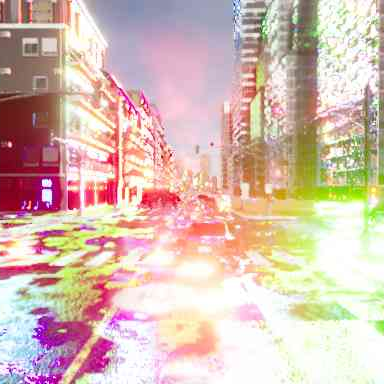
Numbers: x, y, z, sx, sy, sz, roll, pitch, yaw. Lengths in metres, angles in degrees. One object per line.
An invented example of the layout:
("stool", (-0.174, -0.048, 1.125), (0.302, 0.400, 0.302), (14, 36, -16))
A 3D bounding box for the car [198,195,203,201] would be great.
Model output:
("car", (2.585, 1.524, 70.631), (2.008, 1.369, 4.403), (-1, 0, 0))

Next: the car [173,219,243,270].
("car", (0.665, 1.581, 11.168), (1.994, 1.385, 4.181), (0, -1, 9))

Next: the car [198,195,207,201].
("car", (2.575, 1.517, 81.929), (1.887, 1.381, 4.507), (-1, 0, 0))

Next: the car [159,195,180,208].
("car", (-3.126, 1.541, 47.692), (1.994, 1.385, 4.181), (0, 0, 0))

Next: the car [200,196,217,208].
("car", (2.604, 1.522, 48.035), (1.887, 1.381, 4.507), (-1, 0, 0))

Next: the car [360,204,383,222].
("car", (14.654, 1.456, 24.298), (4.313, 1.339, 1.947), (0, 1, 0))

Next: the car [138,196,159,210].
("car", (-5.737, 1.524, 42.322), (1.887, 1.381, 4.507), (-1, 0, 0))

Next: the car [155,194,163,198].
("car", (-5.744, 1.417, 47.971), (1.967, 1.590, 4.097), (-1, 0, 0))

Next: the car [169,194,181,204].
("car", (-3.088, 1.535, 63.222), (1.994, 1.385, 4.181), (0, 0, 1))
